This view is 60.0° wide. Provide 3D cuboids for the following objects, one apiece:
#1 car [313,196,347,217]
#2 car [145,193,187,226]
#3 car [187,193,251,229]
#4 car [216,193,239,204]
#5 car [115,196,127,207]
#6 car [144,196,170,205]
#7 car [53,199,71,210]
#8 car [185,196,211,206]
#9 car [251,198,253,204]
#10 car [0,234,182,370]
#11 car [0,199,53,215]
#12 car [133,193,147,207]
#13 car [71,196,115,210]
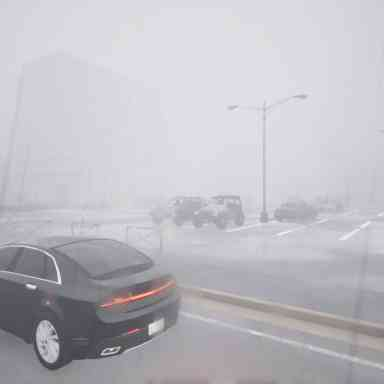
[{"bbox_3d":[13.778,1.395,33.149,1.970,1.475,3.806,0,0,34],"label":"car"},{"bbox_3d":[-0.635,1.153,21.887,1.932,1.855,4.605,0,0,34],"label":"car"},{"bbox_3d":[1.729,1.156,20.217,1.905,1.878,3.866,0,0,34],"label":"car"},{"bbox_3d":[6.885,1.221,64.256,2.150,2.045,5.566,0,0,34],"label":"car"},{"bbox_3d":[-11.805,1.352,49.417,2.097,1.767,4.553,0,0,34],"label":"car"},{"bbox_3d":[-6.024,1.526,57.926,1.812,1.442,4.674,0,0,35],"label":"car"},{"bbox_3d":[-17.143,1.547,41.500,2.033,1.411,5.357,0,0,34],"label":"car"},{"bbox_3d":[1.087,1.478,55.679,1.882,1.535,5.008,0,0,34],"label":"car"},{"bbox_3d":[9.875,1.505,62.459,1.837,1.490,4.892,0,0,34],"label":"car"},{"bbox_3d":[-2.435,1.505,5.739,4.892,1.490,1.837,0,0,36],"label":"car"},{"bbox_3d":[-17.472,1.601,34.747,1.895,1.301,4.718,0,0,34],"label":"car"},{"bbox_3d":[-6.582,1.221,50.867,2.150,2.045,5.566,0,0,34],"label":"car"},{"bbox_3d":[-12.470,1.526,42.157,1.812,1.442,4.674,0,0,34],"label":"car"}]
